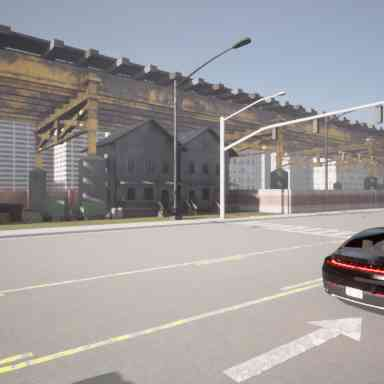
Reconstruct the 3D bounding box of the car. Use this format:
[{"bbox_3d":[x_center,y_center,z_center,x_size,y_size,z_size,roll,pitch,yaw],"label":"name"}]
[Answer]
[{"bbox_3d":[4.801,1.505,7.184,4.892,1.490,1.837,0,0,-35],"label":"car"}]
